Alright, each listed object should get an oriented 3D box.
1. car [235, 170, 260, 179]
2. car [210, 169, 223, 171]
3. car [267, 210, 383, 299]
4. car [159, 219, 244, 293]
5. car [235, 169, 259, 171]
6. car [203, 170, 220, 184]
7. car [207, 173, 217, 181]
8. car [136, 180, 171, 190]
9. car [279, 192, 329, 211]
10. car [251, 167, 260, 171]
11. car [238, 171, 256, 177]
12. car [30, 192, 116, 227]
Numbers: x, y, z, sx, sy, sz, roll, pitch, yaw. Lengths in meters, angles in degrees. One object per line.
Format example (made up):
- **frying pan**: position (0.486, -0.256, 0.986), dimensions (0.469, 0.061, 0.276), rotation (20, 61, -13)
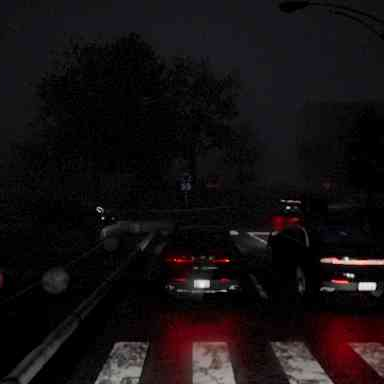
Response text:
- **car**: position (13.056, -3.787, 79.466), dimensions (4.892, 1.521, 2.231), rotation (1, 5, 10)
- **car**: position (6.068, -4.390, 84.830), dimensions (2.097, 1.767, 4.553), rotation (1, 5, 10)
- **car**: position (3.213, 1.470, 8.461), dimensions (2.128, 1.511, 4.902), rotation (0, 1, 1)
- **car**: position (0.217, 1.478, 8.848), dimensions (1.837, 1.490, 4.892), rotation (0, 1, 1)
- **car**: position (13.554, -4.164, 82.152), dimensions (4.553, 1.767, 2.185), rotation (1, 5, 10)
- **car**: position (3.868, -2.709, 65.051), dimensions (2.150, 2.045, 5.566), rotation (0, 5, 1)
- **car**: position (4.573, -3.367, 75.385), dimensions (1.837, 1.490, 4.892), rotation (1, 5, 9)
- **car**: position (-5.810, -0.998, 48.659), dimensions (5.357, 1.411, 2.033), rotation (0, 4, -6)
- **car**: position (7.954, 0.723, 23.333), dimensions (2.128, 1.511, 4.902), rotation (4, 5, 44)
- **car**: position (14.469, -4.796, 87.543), dimensions (5.566, 2.045, 2.435), rotation (1, 5, 10)
- **car**: position (15.387, -5.008, 92.809), dimensions (4.674, 1.452, 2.002), rotation (1, 6, 11)
- **car**: position (-6.682, 0.891, 18.990), dimensions (4.553, 1.767, 2.097), rotation (1, 4, 9)
